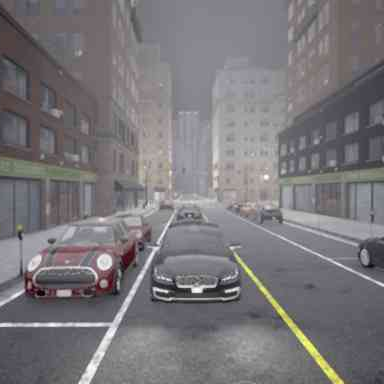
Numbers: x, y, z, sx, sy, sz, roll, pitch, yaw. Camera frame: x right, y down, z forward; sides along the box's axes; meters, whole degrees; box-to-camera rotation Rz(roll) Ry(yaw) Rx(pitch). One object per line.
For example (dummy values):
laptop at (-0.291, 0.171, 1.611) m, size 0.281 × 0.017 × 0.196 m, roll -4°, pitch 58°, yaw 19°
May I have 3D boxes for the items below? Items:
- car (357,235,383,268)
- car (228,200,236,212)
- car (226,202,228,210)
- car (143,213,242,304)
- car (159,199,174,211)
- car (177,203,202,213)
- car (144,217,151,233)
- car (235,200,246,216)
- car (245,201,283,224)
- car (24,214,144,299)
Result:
car at (6.000, 1.575, 8.641) m, size 2.008 × 1.369 × 4.403 m, roll -1°, pitch 0°, yaw -1°
car at (5.461, 1.631, 36.565) m, size 1.947 × 1.339 × 4.313 m, roll -1°, pitch 0°, yaw -1°
car at (5.353, 1.654, 42.150) m, size 1.802 × 1.307 × 4.206 m, roll -1°, pitch 0°, yaw -1°
car at (0.042, 1.521, 8.409) m, size 1.837 × 1.490 × 4.892 m, roll 0°, pitch 0°, yaw -1°
car at (-3.191, 1.606, 41.982) m, size 1.887 × 1.381 × 4.507 m, roll -1°, pitch 0°, yaw -1°
car at (-0.215, 1.610, 26.951) m, size 1.994 × 1.385 × 4.181 m, roll 0°, pitch 0°, yaw -1°
car at (-2.645, 1.604, 14.058) m, size 1.802 × 1.307 × 4.206 m, roll -1°, pitch 0°, yaw -1°
car at (5.565, 1.584, 31.150) m, size 1.752 × 1.417 × 4.829 m, roll -1°, pitch 0°, yaw -1°
car at (5.676, 1.602, 25.395) m, size 2.008 × 1.369 × 4.403 m, roll -1°, pitch 0°, yaw -1°
car at (-2.537, 1.453, 8.474) m, size 1.967 × 1.590 × 4.097 m, roll -1°, pitch 0°, yaw -1°
